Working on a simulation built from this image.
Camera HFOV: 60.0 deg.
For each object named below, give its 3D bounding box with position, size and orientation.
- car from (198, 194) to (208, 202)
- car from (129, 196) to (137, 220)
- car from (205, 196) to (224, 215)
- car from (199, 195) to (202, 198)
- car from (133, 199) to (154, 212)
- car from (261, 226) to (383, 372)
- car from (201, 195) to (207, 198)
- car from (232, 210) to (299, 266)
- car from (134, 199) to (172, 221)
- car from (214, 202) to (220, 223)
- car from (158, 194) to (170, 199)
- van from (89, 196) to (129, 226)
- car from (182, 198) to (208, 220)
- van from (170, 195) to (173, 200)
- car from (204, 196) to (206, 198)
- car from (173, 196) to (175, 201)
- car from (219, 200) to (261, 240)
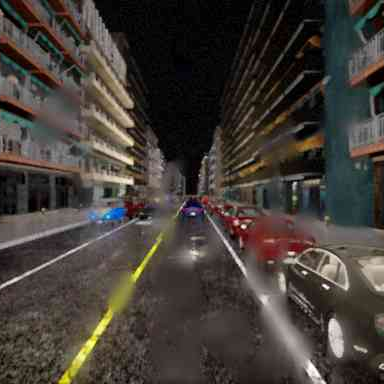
[{"bbox_3d":[2.684,1.378,79.215,2.192,1.841,5.009,0,0,0],"label":"car"},{"bbox_3d":[-5.693,1.298,28.281,2.192,1.841,5.009,0,0,0],"label":"car"},{"bbox_3d":[2.687,1.427,33.920,1.967,1.590,4.097,0,0,0],"label":"car"},{"bbox_3d":[0.098,1.527,46.161,1.812,1.442,4.674,0,0,0],"label":"car"},{"bbox_3d":[-5.693,1.538,39.604,1.887,1.381,4.507,0,0,0],"label":"car"},{"bbox_3d":[2.690,1.545,5.614,2.008,1.369,4.403,0,0,0],"label":"car"},{"bbox_3d":[2.687,1.551,50.907,1.887,1.381,4.507,0,0,0],"label":"car"},{"bbox_3d":[2.689,1.532,11.277,1.887,1.381,4.507,0,0,0],"label":"car"},{"bbox_3d":[-3.073,1.530,27.244,2.033,1.411,5.357,0,0,0],"label":"car"},{"bbox_3d":[2.688,1.562,22.600,1.802,1.307,4.206,0,0,0],"label":"car"},{"bbox_3d":[-5.695,1.547,62.083,1.752,1.417,4.829,0,0,0],"label":"car"},{"bbox_3d":[-5.692,1.321,22.621,1.690,1.788,3.998,0,0,0],"label":"van"},{"bbox_3d":[0.099,1.509,27.909,1.812,1.442,4.674,0,0,0],"label":"car"},{"bbox_3d":[-5.696,1.388,73.577,1.690,1.788,3.998,0,0,0],"label":"van"},{"bbox_3d":[2.687,1.519,39.752,1.752,1.417,4.829,0,0,0],"label":"car"},{"bbox_3d":[-5.697,1.538,90.562,1.967,1.590,4.097,0,0,0],"label":"car"},{"bbox_3d":[2.689,1.424,16.936,1.967,1.590,4.097,0,0,0],"label":"car"}]
